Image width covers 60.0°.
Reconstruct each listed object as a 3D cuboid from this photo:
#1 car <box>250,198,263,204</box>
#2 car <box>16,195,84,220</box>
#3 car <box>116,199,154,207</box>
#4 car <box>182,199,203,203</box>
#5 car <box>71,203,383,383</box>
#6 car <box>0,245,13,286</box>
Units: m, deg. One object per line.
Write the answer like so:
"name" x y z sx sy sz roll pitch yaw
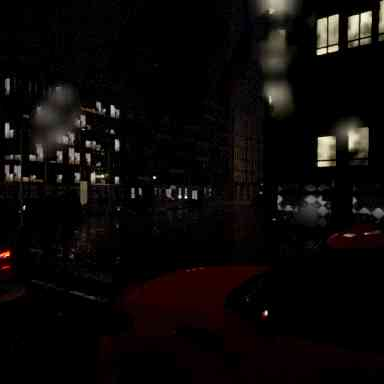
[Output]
"car" 11.628 1.793 55.953 2.033 1.411 5.357 1 0 37
"car" -12.245 1.280 29.174 2.150 2.045 5.566 1 0 39
"car" -6.309 1.595 37.198 2.128 1.511 4.902 1 0 37
"car" -0.155 1.676 45.448 1.812 1.442 4.674 1 0 36
"car" 1.773 1.222 2.421 5.566 2.045 2.150 0 0 35
"car" -6.128 1.522 8.041 4.674 1.442 1.812 0 0 35
